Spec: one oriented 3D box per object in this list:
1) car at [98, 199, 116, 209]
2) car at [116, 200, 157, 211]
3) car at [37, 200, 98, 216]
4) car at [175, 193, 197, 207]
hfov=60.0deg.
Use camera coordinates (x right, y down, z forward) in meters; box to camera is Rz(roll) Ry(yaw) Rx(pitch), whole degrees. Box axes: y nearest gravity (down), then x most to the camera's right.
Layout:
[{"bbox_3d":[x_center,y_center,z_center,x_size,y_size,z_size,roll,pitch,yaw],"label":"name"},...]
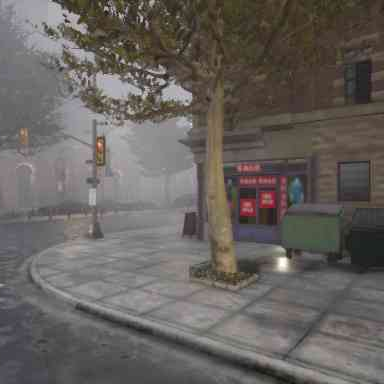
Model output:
[{"bbox_3d":[-11.998,1.595,45.119,1.895,1.301,4.718,0,0,36],"label":"car"},{"bbox_3d":[-6.600,1.601,41.234,1.895,1.301,4.718,0,0,36],"label":"car"},{"bbox_3d":[-12.499,1.547,33.152,2.033,1.411,5.357,0,0,36],"label":"car"},{"bbox_3d":[-0.258,1.221,49.902,2.150,2.045,5.566,0,0,36],"label":"car"}]
